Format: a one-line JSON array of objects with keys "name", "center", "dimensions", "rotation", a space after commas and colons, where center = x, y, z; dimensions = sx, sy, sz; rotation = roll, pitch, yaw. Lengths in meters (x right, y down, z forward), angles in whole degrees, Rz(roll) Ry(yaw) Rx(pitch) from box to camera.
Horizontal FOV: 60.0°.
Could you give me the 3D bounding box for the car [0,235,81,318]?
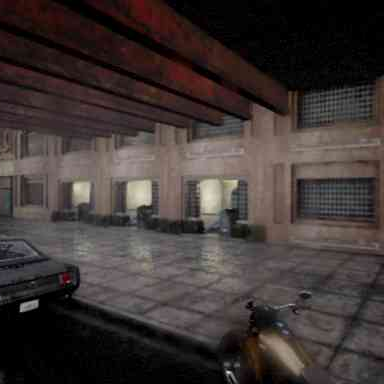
[{"name": "car", "center": [-4.448, 1.541, 6.677], "dimensions": [4.718, 1.301, 1.895], "rotation": [1, 0, 35]}]
